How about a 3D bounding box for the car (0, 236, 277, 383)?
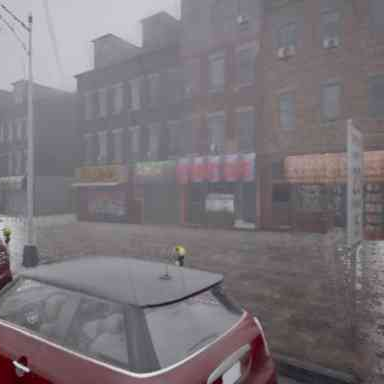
[{"bbox_3d":[-1.272,1.465,3.706,4.097,1.590,1.967,-1,0,35],"label":"car"}]
